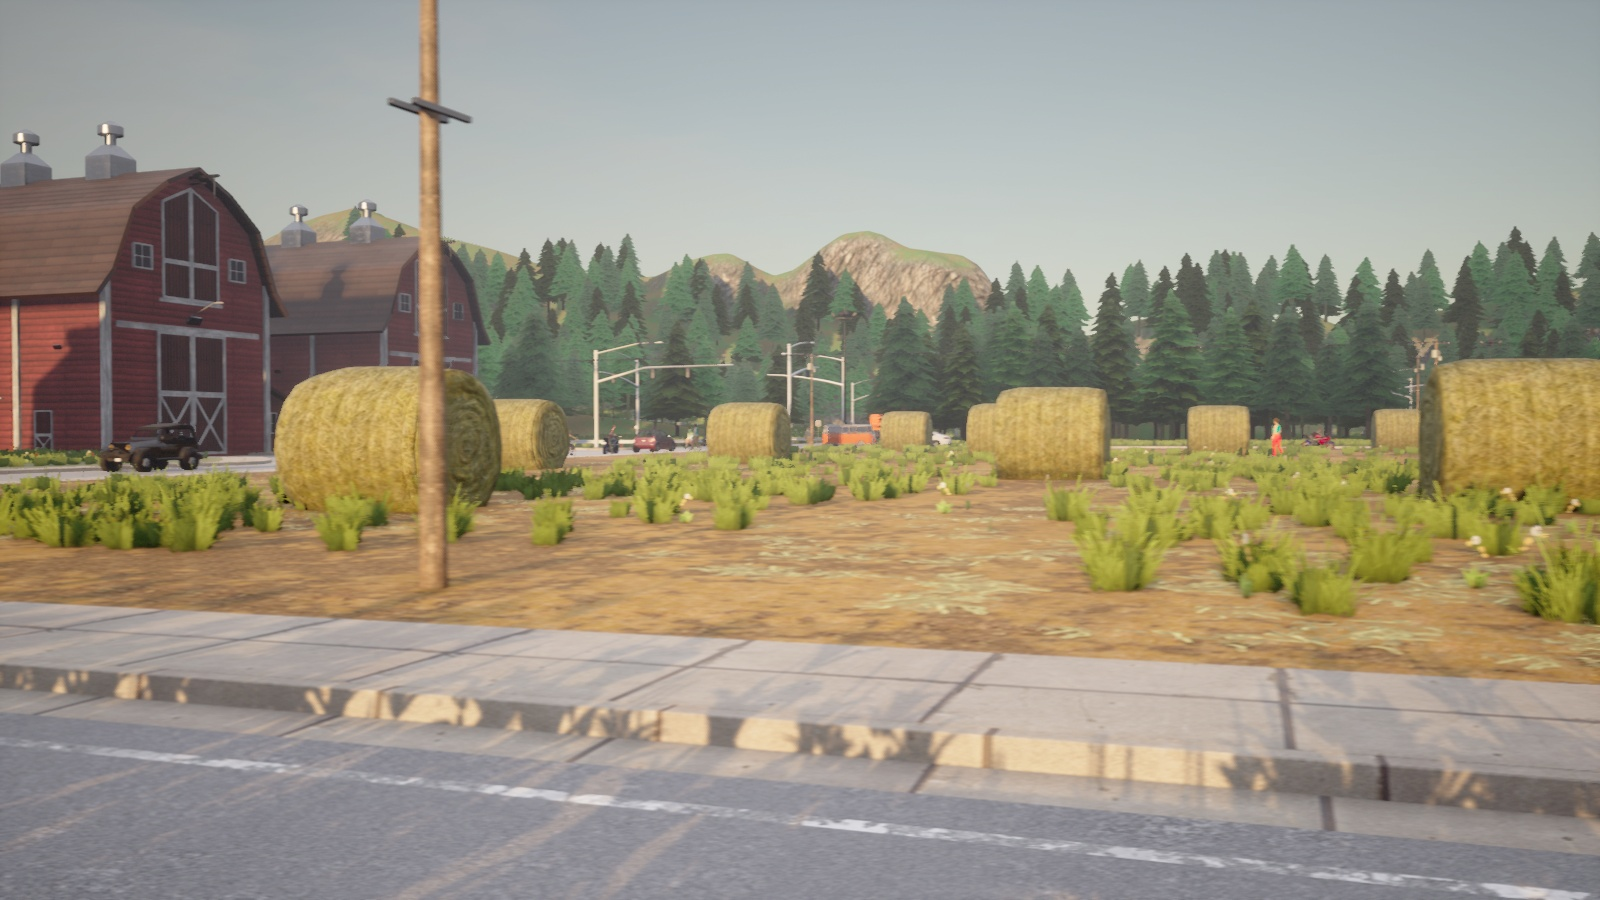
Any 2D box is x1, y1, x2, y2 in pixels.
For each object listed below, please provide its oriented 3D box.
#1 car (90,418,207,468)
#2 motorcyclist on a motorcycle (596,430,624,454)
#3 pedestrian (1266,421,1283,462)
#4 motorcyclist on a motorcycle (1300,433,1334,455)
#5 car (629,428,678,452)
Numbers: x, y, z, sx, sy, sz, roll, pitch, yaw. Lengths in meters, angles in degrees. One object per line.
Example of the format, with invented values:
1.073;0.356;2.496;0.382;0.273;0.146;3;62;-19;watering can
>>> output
-25.656;-0.294;49.575;1.905;1.878;3.866;0;1;17;car
-12.210;-0.507;80.713;0.866;1.530;2.191;0;1;17;motorcyclist on a motorcycle
21.403;-0.385;56.636;0.345;1.836;0.594;0;1;-28;pedestrian
36.909;-0.447;89.630;2.191;1.530;0.866;1;1;18;motorcyclist on a motorcycle
-10.150;-0.745;87.260;1.851;1.617;3.988;1;1;17;car
